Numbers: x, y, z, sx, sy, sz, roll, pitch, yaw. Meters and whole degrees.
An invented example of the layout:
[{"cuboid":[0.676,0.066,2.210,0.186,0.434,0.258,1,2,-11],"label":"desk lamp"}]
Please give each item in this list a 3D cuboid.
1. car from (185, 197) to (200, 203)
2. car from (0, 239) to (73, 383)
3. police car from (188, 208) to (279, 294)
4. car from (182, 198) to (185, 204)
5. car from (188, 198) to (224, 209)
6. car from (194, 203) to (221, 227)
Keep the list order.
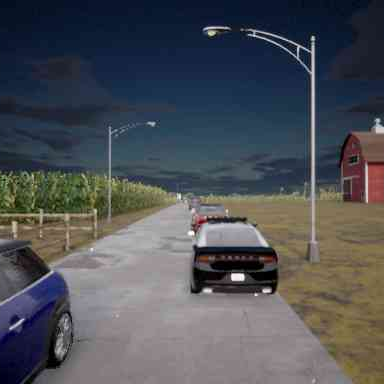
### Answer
[{"cuboid":[0.498,1.757,46.366,2.128,1.511,4.902,0,-1,1],"label":"car"},{"cuboid":[-2.722,1.362,2.748,2.097,1.767,4.553,0,0,1],"label":"car"},{"cuboid":[0.918,1.461,9.034,1.930,1.638,5.238,0,0,1],"label":"police car"},{"cuboid":[-1.755,2.578,94.467,2.128,1.511,4.902,0,-1,1],"label":"car"},{"cuboid":[1.021,1.431,18.896,2.097,1.767,4.553,0,0,1],"label":"car"},{"cuboid":[1.086,1.613,24.927,1.837,1.490,4.892,0,0,1],"label":"car"}]
